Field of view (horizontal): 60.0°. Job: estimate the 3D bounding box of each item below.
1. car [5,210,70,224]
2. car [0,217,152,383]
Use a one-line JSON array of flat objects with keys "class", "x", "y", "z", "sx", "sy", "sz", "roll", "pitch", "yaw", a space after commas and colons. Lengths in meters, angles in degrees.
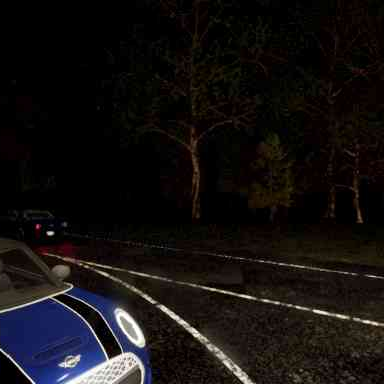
[{"class": "car", "x": -8.019, "y": 1.515, "z": 16.015, "sx": 4.718, "sy": 1.301, "sz": 1.895, "roll": 0, "pitch": 0, "yaw": 37}, {"class": "car", "x": -2.607, "y": 1.338, "z": 3.742, "sx": 4.553, "sy": 1.767, "sz": 2.097, "roll": 1, "pitch": 0, "yaw": 35}]
